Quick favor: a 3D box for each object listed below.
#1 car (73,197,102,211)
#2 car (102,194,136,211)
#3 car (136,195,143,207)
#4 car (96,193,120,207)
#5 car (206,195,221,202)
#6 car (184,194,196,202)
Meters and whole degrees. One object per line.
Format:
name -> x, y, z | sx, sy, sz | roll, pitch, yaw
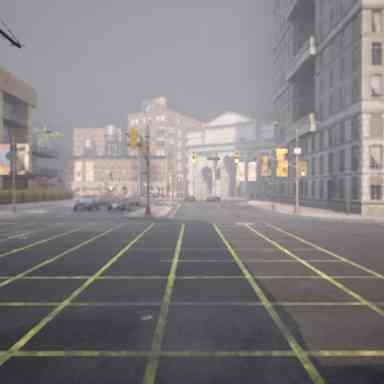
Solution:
car -> -11.530, 1.327, 36.778 | 1.812, 1.442, 4.674 | 0, 0, 0
car -> -8.033, 1.291, 37.091 | 2.128, 1.511, 4.902 | 0, 0, 0
car -> -8.041, 1.254, 46.468 | 1.837, 1.490, 4.892 | 0, 0, 0
car -> -11.541, 1.104, 45.793 | 2.097, 1.767, 4.553 | 0, 0, 0
car -> 4.159, 1.221, 63.390 | 1.994, 1.385, 4.181 | 0, 0, 20
car -> -0.411, 1.149, 63.360 | 2.128, 1.511, 4.902 | 0, 0, -8
